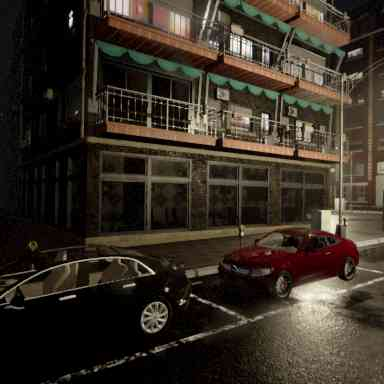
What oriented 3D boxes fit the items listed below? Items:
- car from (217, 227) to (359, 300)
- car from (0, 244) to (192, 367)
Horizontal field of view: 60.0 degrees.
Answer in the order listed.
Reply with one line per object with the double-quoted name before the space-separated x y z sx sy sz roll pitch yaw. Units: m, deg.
"car" 2.567 1.584 8.345 4.206 1.307 1.802 0 1 -36
"car" -2.057 1.551 5.036 4.403 1.369 2.008 0 1 -36
